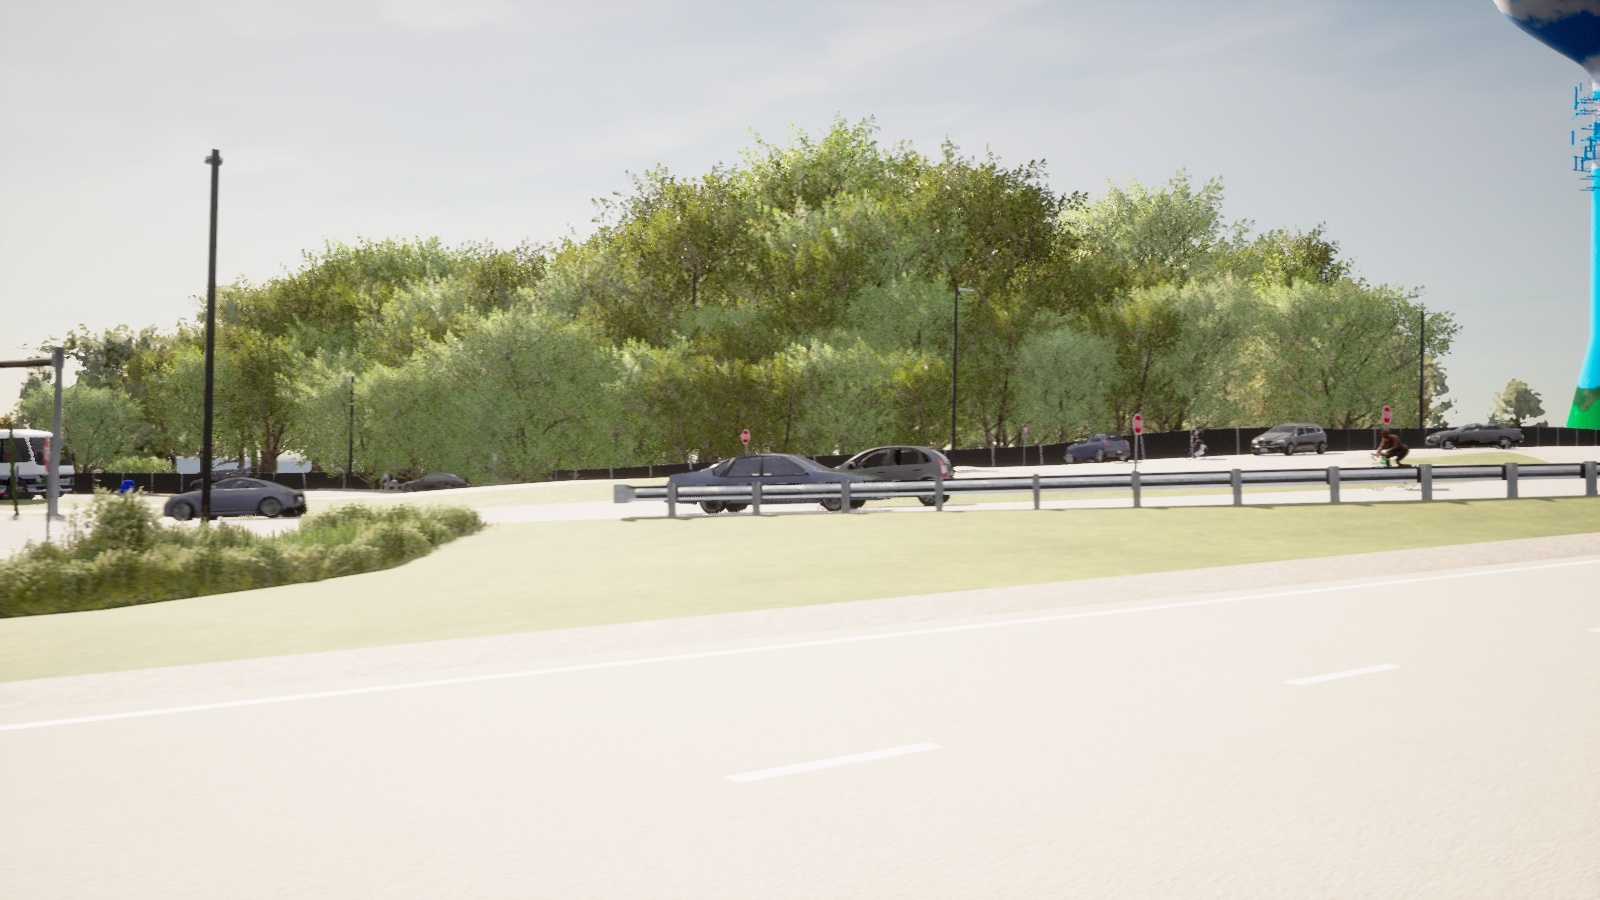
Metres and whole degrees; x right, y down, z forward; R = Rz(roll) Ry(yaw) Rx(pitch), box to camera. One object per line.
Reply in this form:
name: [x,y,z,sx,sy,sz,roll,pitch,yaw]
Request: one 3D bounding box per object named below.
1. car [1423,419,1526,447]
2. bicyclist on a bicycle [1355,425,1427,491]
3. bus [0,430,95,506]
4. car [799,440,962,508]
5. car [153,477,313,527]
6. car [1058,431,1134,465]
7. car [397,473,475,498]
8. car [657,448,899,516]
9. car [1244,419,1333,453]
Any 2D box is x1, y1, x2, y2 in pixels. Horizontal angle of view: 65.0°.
car: [38.476,-0.972,71.781,4.902,1.511,2.128,-1,0,18]
bicyclist on a bicycle: [15.279,0.199,32.456,1.656,1.620,0.582,-2,-1,-17]
bus: [-47.664,1.181,73.937,10.273,4.253,3.944,-2,-1,6]
car: [2.156,0.659,33.317,3.988,1.617,1.851,-2,-2,14]
car: [-17.930,1.671,39.846,4.181,1.385,1.994,-2,-4,-2]
car: [15.094,-0.084,64.153,1.845,1.501,3.633,-1,-2,-26]
car: [-24.595,2.386,84.814,4.674,1.442,1.812,-3,-1,9]
car: [-0.504,0.787,29.930,5.357,1.411,2.033,-2,-2,17]
car: [26.169,-0.748,67.213,4.611,1.667,2.242,-2,1,-36]
